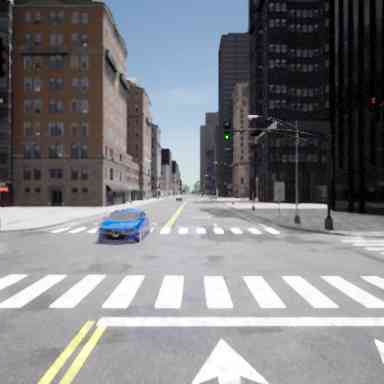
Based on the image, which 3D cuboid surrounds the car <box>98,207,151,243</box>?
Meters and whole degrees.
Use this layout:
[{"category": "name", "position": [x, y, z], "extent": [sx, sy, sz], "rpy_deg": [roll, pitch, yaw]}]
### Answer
[{"category": "car", "position": [-3.225, 1.563, 16.554], "extent": [1.882, 1.535, 5.008], "rpy_deg": [1, 0, 0]}]

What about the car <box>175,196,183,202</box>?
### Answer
[{"category": "car", "position": [-3.233, 1.784, 85.173], "extent": [1.895, 1.301, 4.718], "rpy_deg": [0, 0, 0]}]
